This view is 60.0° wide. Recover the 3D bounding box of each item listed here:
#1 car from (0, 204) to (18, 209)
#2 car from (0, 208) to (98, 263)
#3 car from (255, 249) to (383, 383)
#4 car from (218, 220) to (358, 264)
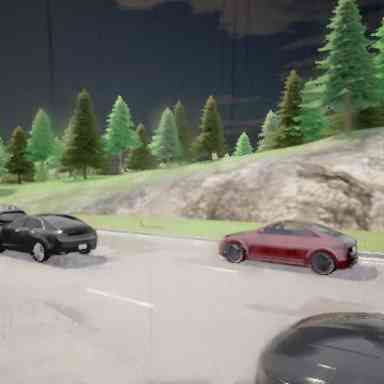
[{"bbox_3d":[-12.708,1.568,21.810,4.902,1.511,2.128,0,0,37],"label":"car"},{"bbox_3d":[-5.531,1.543,12.236,4.892,1.490,1.837,0,0,36],"label":"car"},{"bbox_3d":[2.774,1.502,2.014,4.892,1.490,1.837,0,0,35],"label":"car"},{"bbox_3d":[2.917,1.576,10.509,4.181,1.385,1.994,0,0,35],"label":"car"}]
